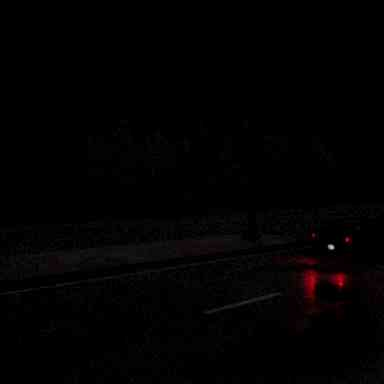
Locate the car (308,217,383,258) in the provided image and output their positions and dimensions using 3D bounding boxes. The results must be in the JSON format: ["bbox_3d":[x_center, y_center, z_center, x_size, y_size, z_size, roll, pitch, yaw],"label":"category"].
[{"bbox_3d":[6.709,1.634,12.855,4.718,1.301,1.895,0,0,-34],"label":"car"}]
